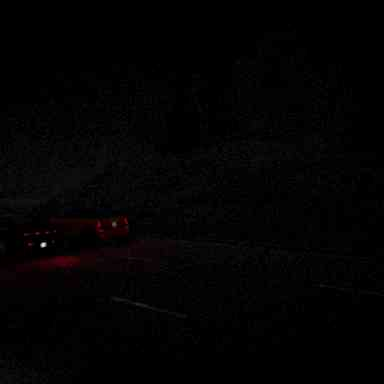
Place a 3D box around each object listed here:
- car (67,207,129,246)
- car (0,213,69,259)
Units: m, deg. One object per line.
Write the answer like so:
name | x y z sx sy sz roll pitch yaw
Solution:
car | -5.222 1.497 16.209 4.553 1.767 2.097 -1 -1 36
car | -7.314 1.654 13.402 4.892 1.490 1.837 0 0 36
